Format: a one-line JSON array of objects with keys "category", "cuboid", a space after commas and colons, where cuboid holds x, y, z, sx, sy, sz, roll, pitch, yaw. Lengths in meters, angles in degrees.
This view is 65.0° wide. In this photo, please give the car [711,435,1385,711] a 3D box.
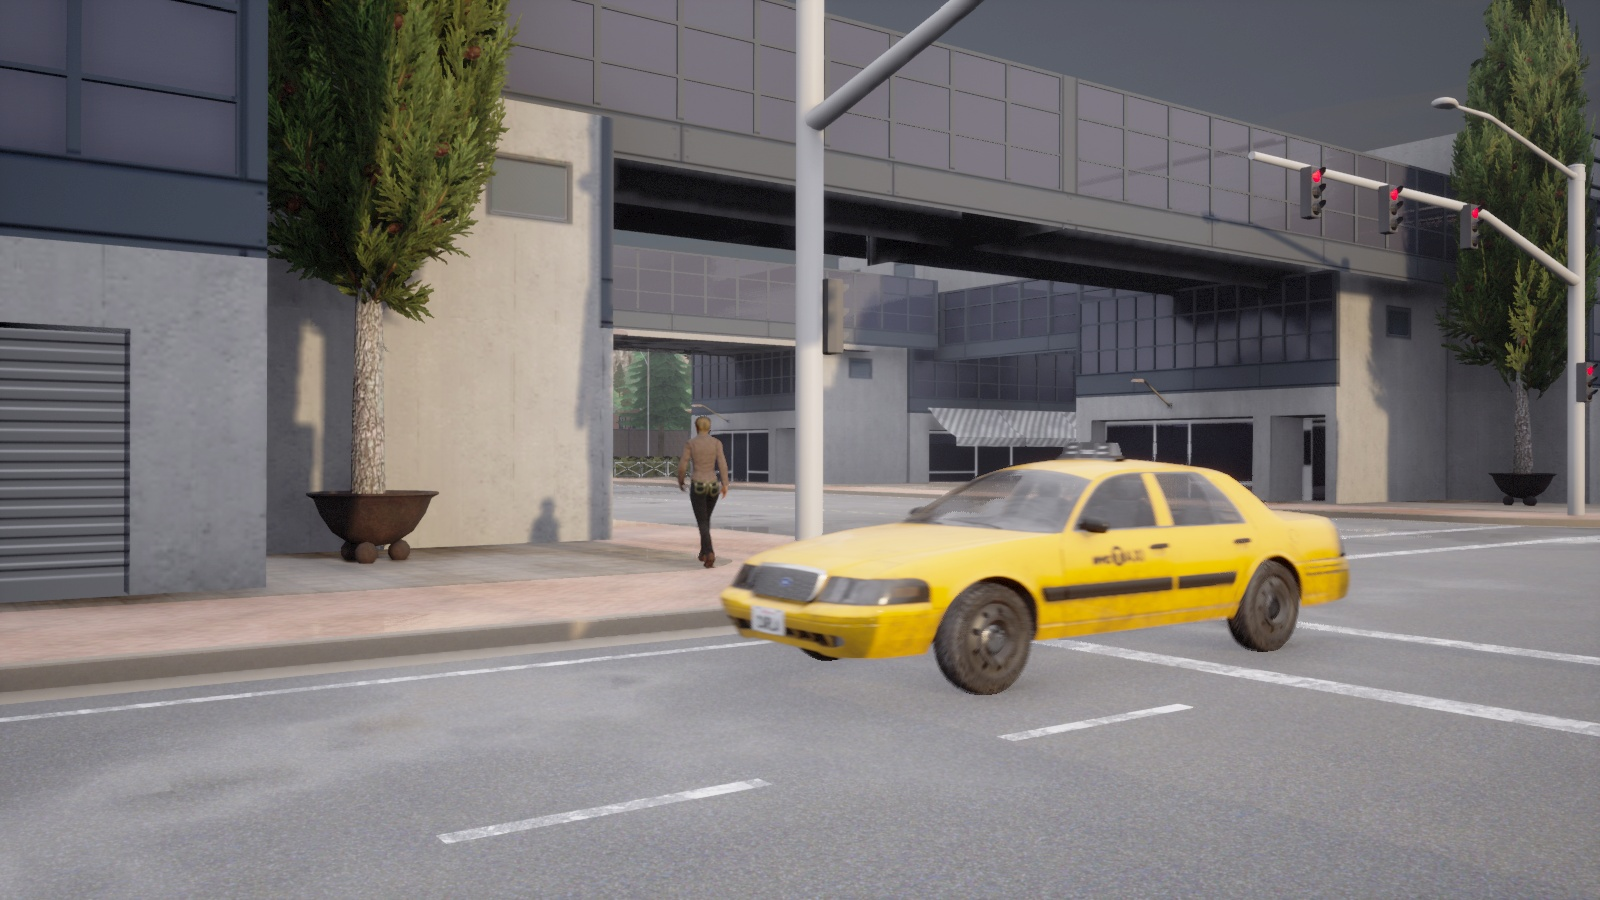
[{"category": "car", "cuboid": [2.091, 0.702, 9.452, 5.366, 1.575, 1.801, 0, 0, -36]}]

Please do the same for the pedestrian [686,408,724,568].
[{"category": "pedestrian", "cuboid": [-1.130, 0.442, 14.898, 0.331, 1.846, 0.634, 0, 0, -15]}]
